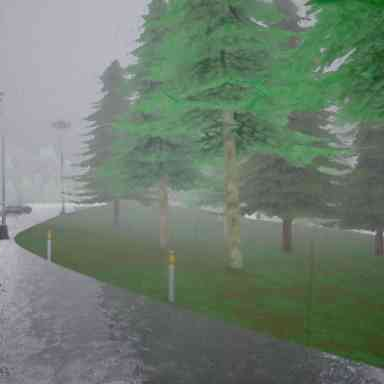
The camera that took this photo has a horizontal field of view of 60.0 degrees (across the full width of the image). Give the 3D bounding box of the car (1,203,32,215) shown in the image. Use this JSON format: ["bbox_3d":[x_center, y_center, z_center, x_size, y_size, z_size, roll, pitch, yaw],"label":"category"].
[{"bbox_3d":[-22.710,2.237,43.835,2.128,1.511,4.902,-1,-1,-5],"label":"car"}]
